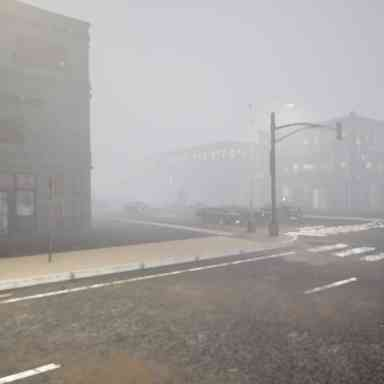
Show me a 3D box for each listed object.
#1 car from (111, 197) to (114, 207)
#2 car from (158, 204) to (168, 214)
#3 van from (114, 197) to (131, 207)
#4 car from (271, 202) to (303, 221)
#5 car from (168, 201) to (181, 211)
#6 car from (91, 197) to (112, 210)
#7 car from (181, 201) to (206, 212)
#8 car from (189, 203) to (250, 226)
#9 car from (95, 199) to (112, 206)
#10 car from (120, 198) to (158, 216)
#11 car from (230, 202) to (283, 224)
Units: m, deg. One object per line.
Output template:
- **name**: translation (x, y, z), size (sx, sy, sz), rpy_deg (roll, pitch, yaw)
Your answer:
- **car**: translation (-15.177, 1.879, 64.284), size (2.192, 1.841, 5.009), rpy_deg (-2, 0, -35)
- **car**: translation (-5.277, 1.963, 40.406), size (1.895, 1.301, 4.718), rpy_deg (-1, 0, -35)
- **van**: translation (-11.968, 1.846, 59.774), size (1.690, 1.788, 3.998), rpy_deg (-2, 0, -35)
- **car**: translation (7.116, 1.622, 28.444), size (2.128, 1.511, 4.902), rpy_deg (-1, 0, -35)
- **car**: translation (-2.338, 1.906, 46.243), size (1.802, 1.307, 4.206), rpy_deg (-2, 0, -35)
- **car**: translation (-15.366, 2.035, 54.755), size (1.882, 1.535, 5.008), rpy_deg (-1, 0, -35)
- **car**: translation (0.870, 1.844, 41.732), size (1.802, 1.307, 4.206), rpy_deg (-2, 0, -35)
- **car**: translation (1.985, 1.775, 25.495), size (1.947, 1.339, 4.313), rpy_deg (-2, 0, -35)
- **car**: translation (-18.379, 2.167, 68.796), size (1.887, 1.381, 4.507), rpy_deg (-2, 0, -35)
- **car**: translation (-5.962, 1.806, 36.873), size (1.967, 1.590, 4.097), rpy_deg (-2, 0, -35)
- **car**: translation (4.567, 1.769, 26.559), size (1.895, 1.301, 4.718), rpy_deg (-1, 0, -35)
